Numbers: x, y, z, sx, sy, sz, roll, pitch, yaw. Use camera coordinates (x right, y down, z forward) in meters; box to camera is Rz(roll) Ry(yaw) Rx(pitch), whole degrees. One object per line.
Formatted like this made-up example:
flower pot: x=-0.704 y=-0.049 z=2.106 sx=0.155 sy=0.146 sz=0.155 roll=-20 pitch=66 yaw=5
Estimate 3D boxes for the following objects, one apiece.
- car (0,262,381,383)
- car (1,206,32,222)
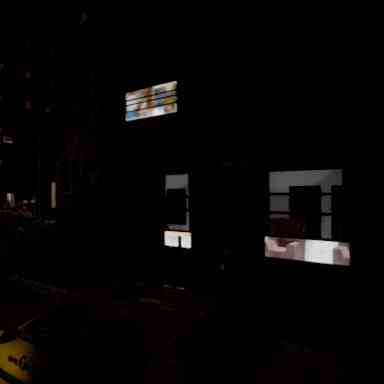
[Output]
car: x=-0.755 y=1.532 z=3.397 sx=4.829 sy=1.417 sz=1.752 roll=0 pitch=0 yaw=35
car: x=-16.638 y=1.920 z=29.209 sx=1.752 sy=1.417 sz=4.829 roll=-2 pitch=-2 yaw=35
